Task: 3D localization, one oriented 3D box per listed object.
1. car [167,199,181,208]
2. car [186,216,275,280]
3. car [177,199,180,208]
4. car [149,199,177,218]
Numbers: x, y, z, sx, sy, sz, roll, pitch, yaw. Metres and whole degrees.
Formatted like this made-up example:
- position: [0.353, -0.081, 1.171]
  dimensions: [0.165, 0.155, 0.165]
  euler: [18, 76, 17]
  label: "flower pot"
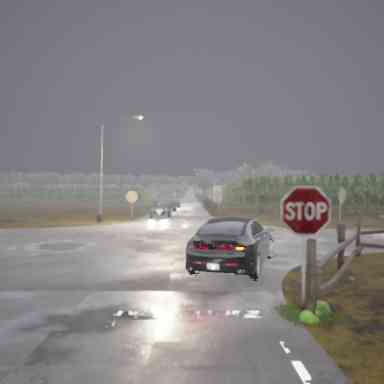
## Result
- position: [-2.830, 1.810, 52.760]
  dimensions: [1.895, 1.301, 4.718]
  euler: [0, 0, 0]
  label: "car"
- position: [1.317, 1.506, 10.100]
  dimensions: [1.837, 1.490, 4.892]
  euler: [-1, 0, 20]
  label: "car"
- position: [-2.842, 1.684, 41.830]
  dimensions: [2.033, 1.411, 5.357]
  euler: [0, 0, 0]
  label: "car"
- position: [-2.850, 1.567, 31.401]
  dimensions: [2.128, 1.511, 4.902]
  euler: [0, 0, 0]
  label: "car"
